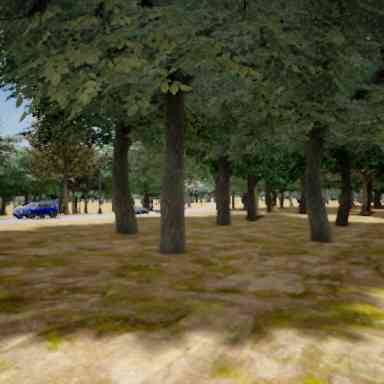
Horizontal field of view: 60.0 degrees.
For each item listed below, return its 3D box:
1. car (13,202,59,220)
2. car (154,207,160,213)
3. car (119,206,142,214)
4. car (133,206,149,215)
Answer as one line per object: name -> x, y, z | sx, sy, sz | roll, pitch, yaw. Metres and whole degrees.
car -> -19.024, 2.280, 40.839 | 2.150, 2.045, 5.566 | 0, -2, 24
car -> -5.850, 3.558, 66.330 | 1.895, 1.301, 4.718 | 0, -2, 18
car -> -11.079, 3.241, 60.570 | 1.837, 1.490, 4.892 | 0, -2, 20
car -> -9.011, 3.217, 57.359 | 1.994, 1.385, 4.181 | 0, -2, 20
